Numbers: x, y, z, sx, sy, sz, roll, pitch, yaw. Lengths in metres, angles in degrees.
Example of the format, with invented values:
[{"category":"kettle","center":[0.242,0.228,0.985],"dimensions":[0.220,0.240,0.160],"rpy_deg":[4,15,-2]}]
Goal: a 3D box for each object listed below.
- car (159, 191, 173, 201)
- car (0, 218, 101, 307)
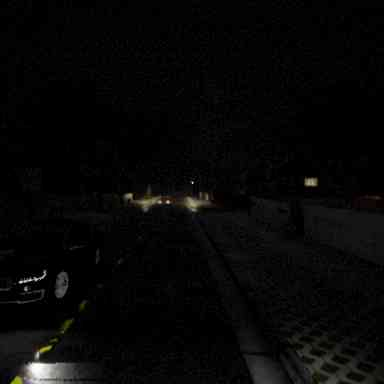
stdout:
[{"category":"car","center":[-5.576,0.937,67.258],"dimensions":[2.097,1.767,4.553],"rpy_deg":[0,0,-2]},{"category":"car","center":[-3.561,1.474,8.131],"dimensions":[1.837,1.490,4.892],"rpy_deg":[0,0,-2]}]
